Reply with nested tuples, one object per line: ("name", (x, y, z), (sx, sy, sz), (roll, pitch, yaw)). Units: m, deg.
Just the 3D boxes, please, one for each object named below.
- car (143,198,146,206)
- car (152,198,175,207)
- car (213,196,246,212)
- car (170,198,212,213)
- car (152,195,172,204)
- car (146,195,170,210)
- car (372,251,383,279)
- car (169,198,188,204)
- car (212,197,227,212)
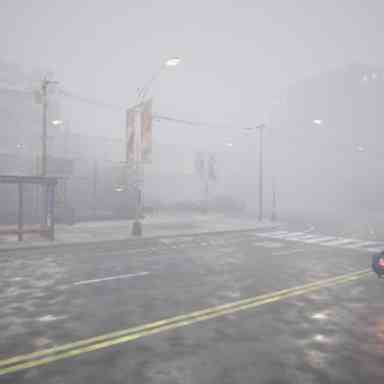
("car", (-6.917, 1.761, 55.677), (1.882, 1.535, 5.008), (1, 0, -35))
("car", (-5.188, 1.796, 59.331), (1.882, 1.535, 5.008), (1, 0, -35))
("car", (4.877, 1.530, 44.996), (2.150, 2.045, 5.566), (1, 0, -35))
("car", (-0.196, 1.727, 41.249), (2.097, 1.535, 5.008), (1, 0, -36))
("car", (-7.312, 1.657, 80.080), (2.435, 2.045, 5.566), (1, 0, -36))
("car", (-4.014, 1.604, 46.418), (2.185, 1.767, 4.553), (1, 0, -36))
("car", (6.698, 1.703, 8.551), (4.718, 1.301, 1.895), (1, 0, -35))
("car", (-3.012, 2.019, 74.062), (1.895, 1.301, 4.718), (1, 0, -36))
("car", (1.932, 1.779, 43.094), (1.837, 1.490, 4.892), (1, 0, -35))
